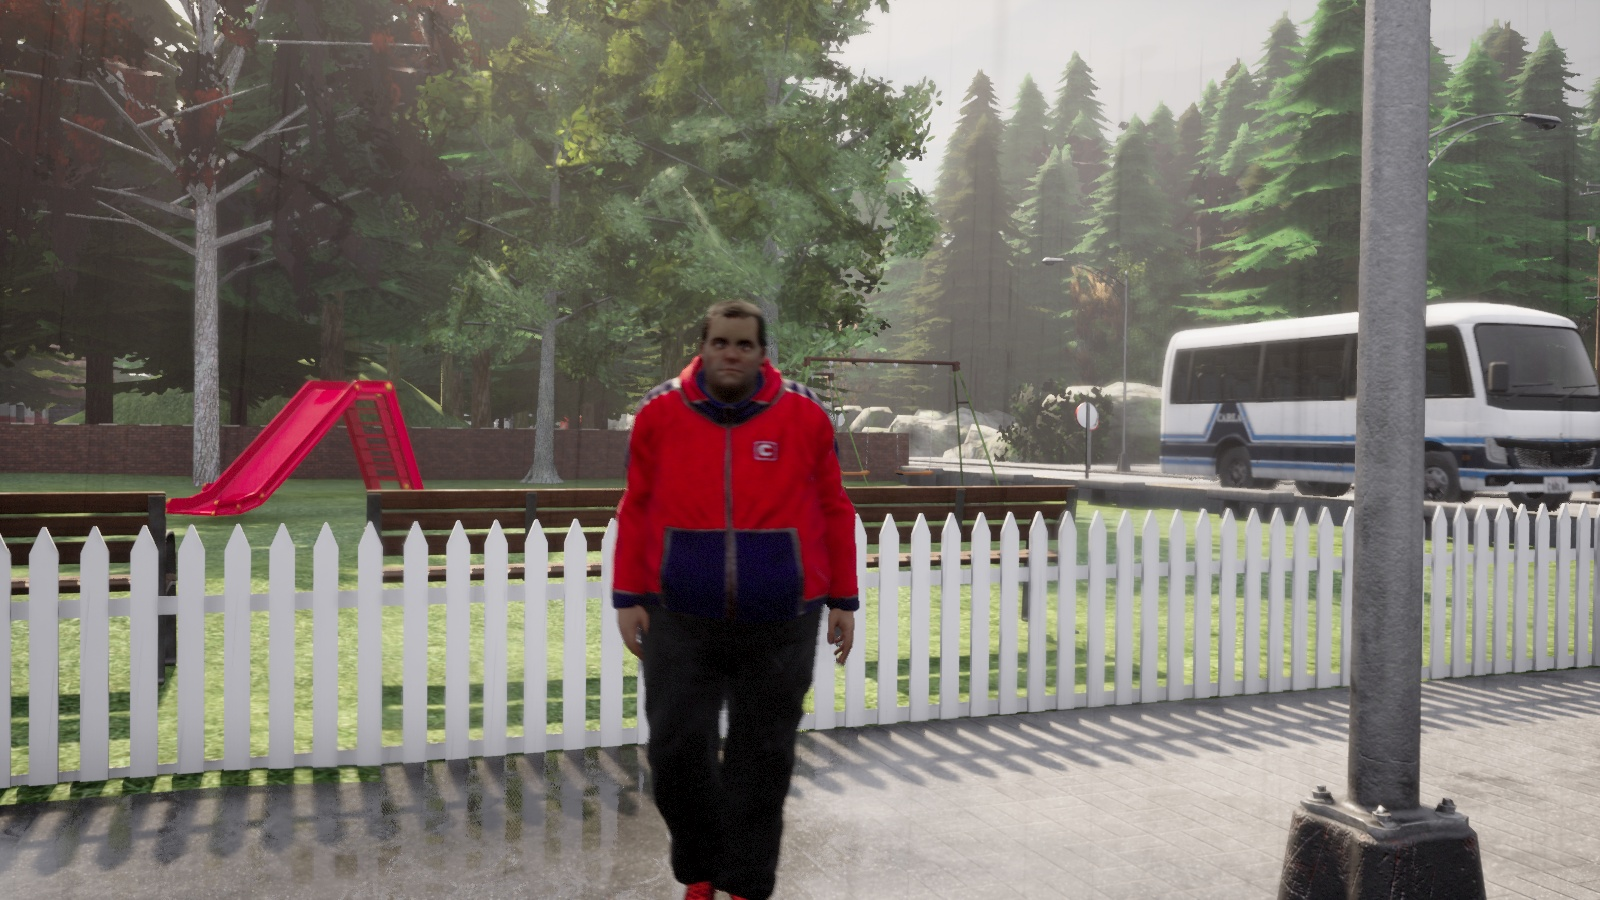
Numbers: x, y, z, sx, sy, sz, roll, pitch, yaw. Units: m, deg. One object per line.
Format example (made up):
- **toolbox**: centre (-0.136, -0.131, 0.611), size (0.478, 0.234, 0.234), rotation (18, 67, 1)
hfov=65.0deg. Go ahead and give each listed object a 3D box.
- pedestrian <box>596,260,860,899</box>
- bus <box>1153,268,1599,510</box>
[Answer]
- **pedestrian**: centre (-0.174, 0.452, 3.553), size (0.634, 1.844, 0.899), rotation (-1, 1, 0)
- **bus**: centre (12.590, -1.163, 27.586), size (3.944, 4.253, 10.273), rotation (-1, 1, -21)
